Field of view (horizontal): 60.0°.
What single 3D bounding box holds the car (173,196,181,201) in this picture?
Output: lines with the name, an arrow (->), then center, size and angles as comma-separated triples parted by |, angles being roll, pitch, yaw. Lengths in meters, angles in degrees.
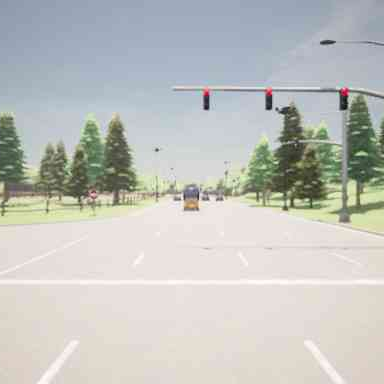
car -> -3.637, 1.641, 83.384 | 1.994, 1.385, 4.181 | 0, 0, 0

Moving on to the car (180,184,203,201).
car -> -0.081, 0.104, 42.086 | 2.097, 1.767, 4.553 | -1, -11, 0

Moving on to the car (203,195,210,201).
car -> 3.363, 1.444, 83.399 | 2.097, 1.767, 4.553 | 0, 0, 0

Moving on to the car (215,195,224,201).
car -> 6.863, 1.614, 83.434 | 2.128, 1.511, 4.902 | 0, 0, 0

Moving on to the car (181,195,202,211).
car -> -0.068, 1.522, 41.976 | 1.882, 1.535, 5.008 | 0, 0, 0
